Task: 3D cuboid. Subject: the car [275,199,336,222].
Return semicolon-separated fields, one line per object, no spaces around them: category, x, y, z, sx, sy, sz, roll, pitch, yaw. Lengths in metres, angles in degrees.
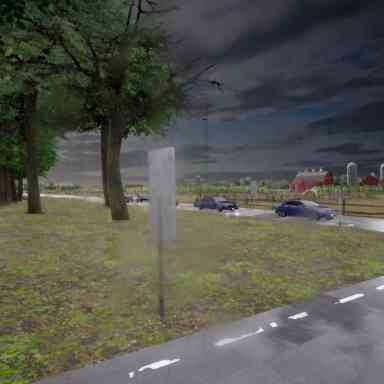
car;8.278;1.288;24.699;1.812;1.442;4.674;-1;1;-35

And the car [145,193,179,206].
car;-3.505;0.800;41.080;2.097;1.767;4.553;-1;1;-36

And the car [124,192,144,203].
car;-9.536;0.800;49.511;2.128;1.511;4.902;-1;1;-36

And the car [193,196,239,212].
car;2.270;1.142;33.066;2.033;1.411;5.357;-1;2;-36
